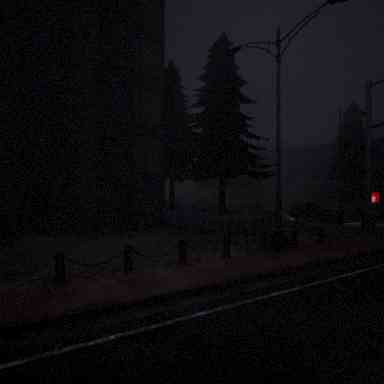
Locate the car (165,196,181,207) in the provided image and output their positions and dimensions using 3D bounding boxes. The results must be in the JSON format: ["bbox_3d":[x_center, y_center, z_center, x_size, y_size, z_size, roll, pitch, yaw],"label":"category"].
[{"bbox_3d":[-3.646,1.611,50.434,1.895,1.301,4.718,0,0,-34],"label":"car"}]

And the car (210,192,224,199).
[{"bbox_3d":[7.168,1.081,94.496,1.905,1.878,3.866,0,0,-37],"label":"car"}]

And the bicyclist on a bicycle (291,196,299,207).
[{"bbox_3d":[11.427,1.310,36.632,1.656,1.620,0.582,0,0,-37],"label":"bicyclist on a bicycle"}]

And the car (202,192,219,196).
[{"bbox_3d":[5.081,1.102,92.433,1.932,1.855,4.605,0,0,-37],"label":"car"}]

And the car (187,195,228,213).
[{"bbox_3d":[1.915,1.489,36.813,1.882,1.535,5.008,0,0,-37],"label":"car"}]

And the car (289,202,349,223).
[{"bbox_3d":[9.899,1.537,26.285,1.812,1.442,4.674,0,0,-37],"label":"car"}]
